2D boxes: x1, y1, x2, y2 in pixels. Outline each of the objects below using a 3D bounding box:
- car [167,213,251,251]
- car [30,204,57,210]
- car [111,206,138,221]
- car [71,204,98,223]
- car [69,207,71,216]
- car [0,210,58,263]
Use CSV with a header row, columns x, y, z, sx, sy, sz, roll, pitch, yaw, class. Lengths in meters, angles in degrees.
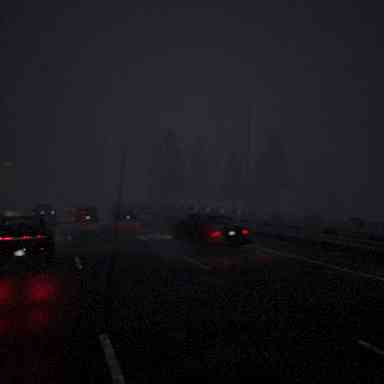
x,y,z,sx,sy,sz,roll,pitch,yaw,class
0.514,1.622,14.637,2.033,1.411,5.357,-1,-1,-22,car
-13.358,1.848,29.935,2.097,1.767,4.553,-1,-1,-22,car
-6.584,2.023,31.876,1.895,1.301,4.718,-1,-1,-22,car
-9.614,1.942,30.041,1.837,1.490,4.892,-1,-2,-22,car
-14.125,2.220,41.019,1.812,1.442,4.674,-1,-1,-22,car
-5.990,1.624,12.045,2.128,1.511,4.902,-1,-1,-22,car
